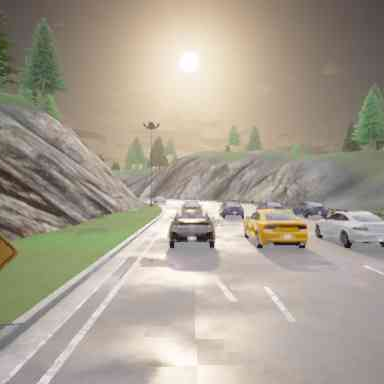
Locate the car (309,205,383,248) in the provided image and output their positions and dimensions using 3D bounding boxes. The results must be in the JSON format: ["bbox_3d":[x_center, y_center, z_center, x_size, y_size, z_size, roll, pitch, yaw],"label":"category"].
[{"bbox_3d":[7.000,1.532,14.650,1.812,1.442,4.674,0,0,0],"label":"car"}]

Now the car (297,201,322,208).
[{"bbox_3d":[10.484,1.533,29.677,1.812,1.442,4.674,0,0,-1],"label":"car"}]

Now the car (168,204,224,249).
[{"bbox_3d":[0.000,1.494,14.650,2.128,1.511,4.902,0,0,0],"label":"car"}]

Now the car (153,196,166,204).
[{"bbox_3d":[-5.941,1.526,61.455,1.812,1.442,4.674,0,0,-16],"label":"car"}]

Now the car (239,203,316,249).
[{"bbox_3d":[3.500,1.484,14.650,1.882,1.535,5.008,0,0,0],"label":"car"}]

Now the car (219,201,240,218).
[{"bbox_3d":[3.484,1.533,29.568,1.812,1.442,4.674,0,0,-1],"label":"car"}]

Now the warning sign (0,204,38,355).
[{"bbox_3d":[-3.050,1.114,4.649,1.300,1.860,1.060,0,0,0],"label":"warning sign"}]

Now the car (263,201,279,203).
[{"bbox_3d":[6.984,1.533,29.623,1.812,1.442,4.674,0,0,-1],"label":"car"}]

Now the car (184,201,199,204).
[{"bbox_3d":[-0.015,1.532,29.513,1.812,1.442,4.674,0,0,-1],"label":"car"}]
